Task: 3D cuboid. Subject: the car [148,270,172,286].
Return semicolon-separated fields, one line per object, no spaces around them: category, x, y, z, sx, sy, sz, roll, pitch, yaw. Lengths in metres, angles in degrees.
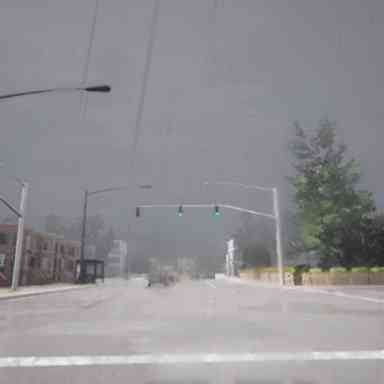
car;-3.374;8.905;34.376;1.837;1.490;4.892;-1;-14;0

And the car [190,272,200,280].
car;0.522;15.157;60.029;2.033;1.411;5.357;-1;-14;0

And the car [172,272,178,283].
car;-3.290;11.429;44.315;1.895;1.301;4.718;-1;-14;1
